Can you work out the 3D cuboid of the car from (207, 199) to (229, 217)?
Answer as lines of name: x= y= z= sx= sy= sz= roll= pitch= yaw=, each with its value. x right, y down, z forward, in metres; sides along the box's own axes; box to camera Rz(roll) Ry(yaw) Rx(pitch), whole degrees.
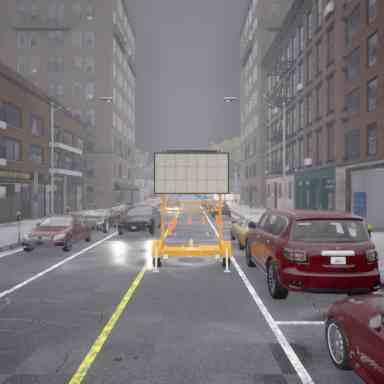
car: x=2.599 y=1.583 z=30.441 sx=1.802 sy=1.307 sz=4.206 roll=0 pitch=0 yaw=0

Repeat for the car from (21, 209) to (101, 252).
car: x=-5.405 y=1.582 z=13.870 sx=1.802 sy=1.307 sz=4.206 roll=0 pitch=0 yaw=0

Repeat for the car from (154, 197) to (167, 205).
car: x=-5.463 y=1.601 z=58.020 sx=1.802 sy=1.307 sz=4.206 roll=0 pitch=0 yaw=0

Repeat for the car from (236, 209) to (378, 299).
car: x=2.627 y=1.315 z=8.368 sx=2.192 sy=1.841 sz=5.009 roll=0 pitch=0 yaw=0

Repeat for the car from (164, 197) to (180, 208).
car: x=-2.813 y=1.504 z=49.904 sx=2.128 sy=1.511 sz=4.902 roll=0 pitch=0 yaw=0

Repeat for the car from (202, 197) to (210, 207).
car: x=2.584 y=1.531 z=41.647 sx=1.752 sy=1.417 sz=4.829 roll=0 pitch=0 yaw=0

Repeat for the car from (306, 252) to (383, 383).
car: x=2.634 y=1.582 z=2.849 sx=1.802 sy=1.307 sz=4.206 roll=0 pitch=0 yaw=0

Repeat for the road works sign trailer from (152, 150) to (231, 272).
road works sign trailer: x=-0.014 y=0.464 z=10.731 sx=2.380 sy=3.560 sz=2.880 roll=0 pitch=0 yaw=0

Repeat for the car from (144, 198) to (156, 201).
car: x=-5.434 y=1.553 z=35.944 sx=2.008 sy=1.369 sz=4.403 roll=0 pitch=0 yaw=0

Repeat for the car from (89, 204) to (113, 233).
car: x=-5.412 y=1.551 z=19.389 sx=2.008 sy=1.369 sz=4.403 roll=0 pitch=0 yaw=0

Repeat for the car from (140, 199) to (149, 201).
car: x=-5.426 y=1.567 z=30.426 sx=1.947 sy=1.339 sz=4.313 roll=0 pitch=0 yaw=0

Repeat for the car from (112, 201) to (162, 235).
car: x=-2.872 y=1.478 z=18.904 sx=1.882 sy=1.535 sz=5.008 roll=0 pitch=0 yaw=0

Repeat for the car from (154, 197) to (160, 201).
car: x=-5.441 y=1.446 z=41.463 sx=1.967 sy=1.590 sz=4.097 roll=0 pitch=0 yaw=0

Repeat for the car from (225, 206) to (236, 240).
car: x=2.616 y=1.525 z=14.054 sx=1.752 sy=1.417 sz=4.829 roll=0 pitch=0 yaw=0

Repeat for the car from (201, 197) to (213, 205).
car: x=2.563 y=1.585 z=58.032 sx=1.947 sy=1.339 sz=4.313 roll=0 pitch=0 yaw=0

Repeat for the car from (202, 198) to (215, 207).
car: x=2.570 y=1.596 z=52.513 sx=1.802 sy=1.307 sz=4.206 roll=0 pitch=0 yaw=0

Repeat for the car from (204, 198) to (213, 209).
car: x=2.591 y=1.584 z=35.958 sx=1.802 sy=1.307 sz=4.206 roll=0 pitch=0 yaw=0

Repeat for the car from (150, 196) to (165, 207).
car: x=-5.456 y=1.455 z=52.501 sx=1.967 sy=1.590 sz=4.097 roll=0 pitch=0 yaw=0

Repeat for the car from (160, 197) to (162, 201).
car: x=-5.448 y=1.535 z=46.812 sx=1.752 sy=1.417 sz=4.829 roll=0 pitch=0 yaw=0
